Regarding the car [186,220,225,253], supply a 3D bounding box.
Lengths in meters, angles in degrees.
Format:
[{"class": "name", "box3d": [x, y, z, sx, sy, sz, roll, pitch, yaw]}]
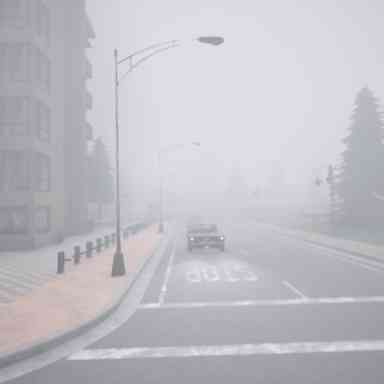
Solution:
[{"class": "car", "box3d": [0.683, 2.437, 18.188, 1.895, 1.301, 4.718, -1, -3, -1]}]

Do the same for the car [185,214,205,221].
[{"class": "car", "box3d": [0.287, 3.230, 37.228, 1.837, 1.490, 4.892, -1, -3, -1]}]
